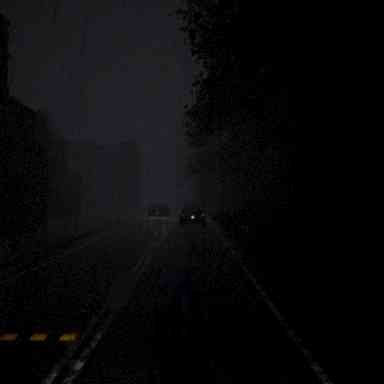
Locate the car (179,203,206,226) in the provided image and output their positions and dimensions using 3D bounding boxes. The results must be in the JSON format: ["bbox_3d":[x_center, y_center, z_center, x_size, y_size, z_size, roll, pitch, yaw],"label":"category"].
[{"bbox_3d":[0.039,1.818,26.031,1.994,1.385,4.181,0,-1,0],"label":"car"}]

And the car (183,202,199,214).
[{"bbox_3d":[-0.193,1.988,42.362,1.895,1.301,4.718,0,0,-1],"label":"car"}]

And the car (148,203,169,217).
[{"bbox_3d":[-3.458,1.893,34.891,1.994,1.385,4.181,0,-1,0],"label":"car"}]
